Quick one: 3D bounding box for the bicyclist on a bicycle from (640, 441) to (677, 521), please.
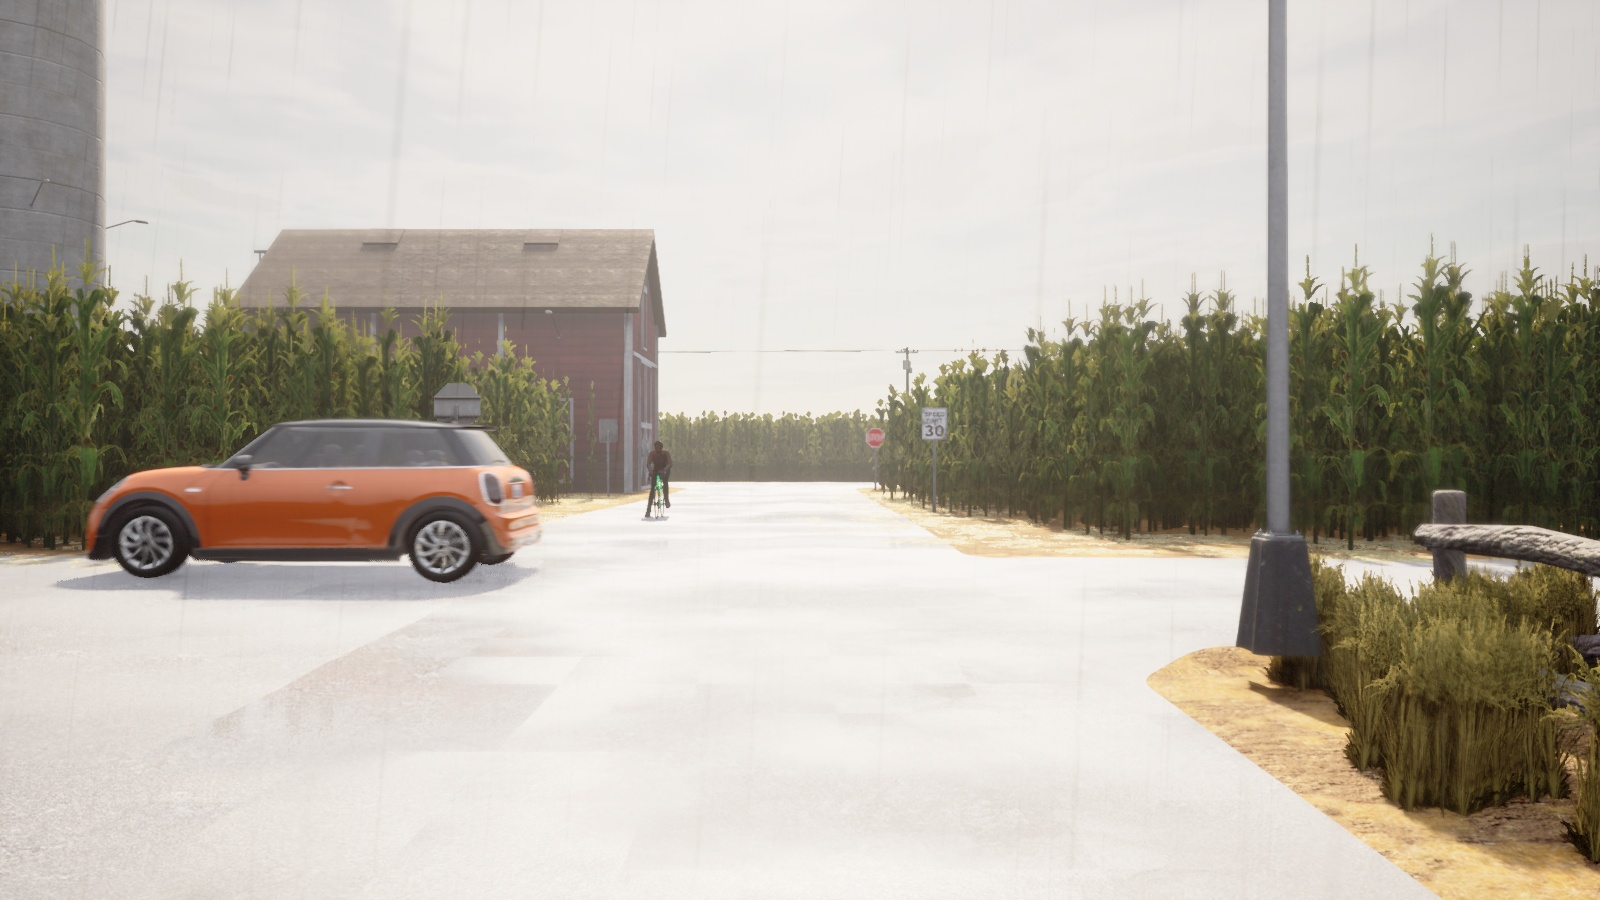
[{"bbox_3d":[-2.945,0.627,26.313,0.582,1.620,1.656,0,0,0],"label":"bicyclist on a bicycle"}]

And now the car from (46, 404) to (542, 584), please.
[{"bbox_3d":[-5.338,0.441,13.748,4.553,1.767,2.097,1,0,1],"label":"car"}]
